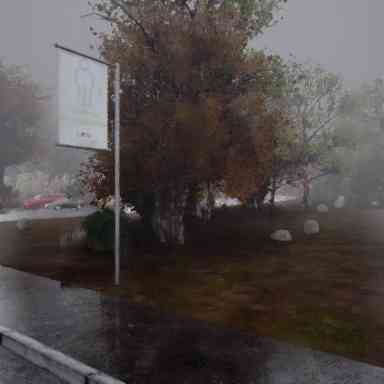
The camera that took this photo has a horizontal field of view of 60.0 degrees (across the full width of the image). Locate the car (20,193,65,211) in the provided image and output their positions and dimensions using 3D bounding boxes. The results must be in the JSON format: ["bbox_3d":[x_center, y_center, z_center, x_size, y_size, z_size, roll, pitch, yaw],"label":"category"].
[{"bbox_3d":[-18.621,1.211,42.159,2.150,2.045,5.566,0,0,38],"label":"car"}]

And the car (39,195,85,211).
[{"bbox_3d":[-15.435,1.480,40.550,2.128,1.511,4.902,0,0,38],"label":"car"}]

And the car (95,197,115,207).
[{"bbox_3d":[-12.321,1.434,50.203,1.882,1.535,5.008,0,0,38],"label":"car"}]

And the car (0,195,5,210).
[{"bbox_3d":[-21.618,1.221,32.802,2.150,2.045,5.566,0,0,39],"label":"car"}]
